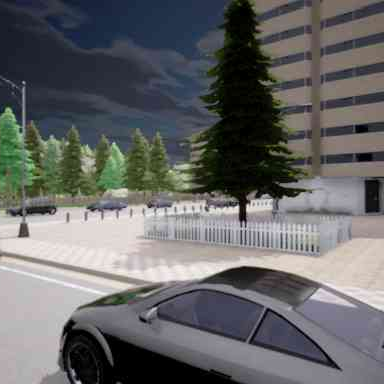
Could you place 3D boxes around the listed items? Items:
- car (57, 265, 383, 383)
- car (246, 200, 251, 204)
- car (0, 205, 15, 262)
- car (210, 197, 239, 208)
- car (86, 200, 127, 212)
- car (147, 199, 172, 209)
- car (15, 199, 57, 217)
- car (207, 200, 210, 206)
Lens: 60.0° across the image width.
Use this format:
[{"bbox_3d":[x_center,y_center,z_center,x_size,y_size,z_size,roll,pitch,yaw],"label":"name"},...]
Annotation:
[{"bbox_3d":[0.405,1.572,3.703,4.181,1.385,1.994,0,0,35],"label":"car"},{"bbox_3d":[9.614,1.686,63.159,1.994,1.385,4.181,0,0,35],"label":"car"},{"bbox_3d":[-7.486,1.271,9.292,5.566,2.045,2.150,0,0,36],"label":"car"},{"bbox_3d":[5.432,1.654,51.252,2.033,1.411,5.357,0,0,35],"label":"car"},{"bbox_3d":[-10.483,1.685,41.305,2.033,1.411,5.357,0,0,35],"label":"car"},{"bbox_3d":[-4.793,1.702,49.275,1.994,1.385,4.181,0,0,36],"label":"car"},{"bbox_3d":[-16.060,1.490,33.470,2.097,1.767,4.553,0,0,35],"label":"car"},{"bbox_3d":[4.288,1.648,55.683,1.812,1.442,4.674,0,0,35],"label":"car"}]
